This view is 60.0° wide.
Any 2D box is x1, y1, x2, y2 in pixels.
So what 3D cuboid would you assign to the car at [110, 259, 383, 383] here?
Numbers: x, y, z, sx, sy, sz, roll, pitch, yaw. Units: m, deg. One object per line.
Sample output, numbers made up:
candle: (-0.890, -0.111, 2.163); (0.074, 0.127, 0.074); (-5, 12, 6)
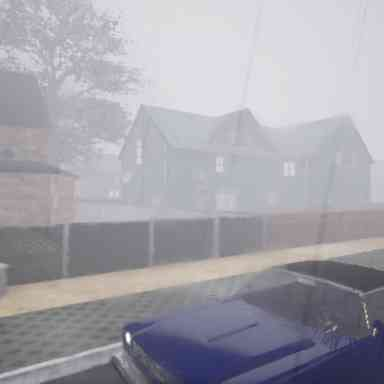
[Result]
car: (1.495, 1.643, 4.135); (4.718, 1.301, 1.895); (1, -1, -35)
